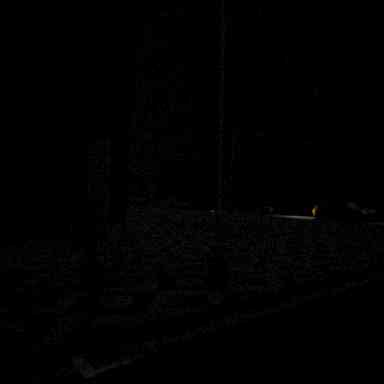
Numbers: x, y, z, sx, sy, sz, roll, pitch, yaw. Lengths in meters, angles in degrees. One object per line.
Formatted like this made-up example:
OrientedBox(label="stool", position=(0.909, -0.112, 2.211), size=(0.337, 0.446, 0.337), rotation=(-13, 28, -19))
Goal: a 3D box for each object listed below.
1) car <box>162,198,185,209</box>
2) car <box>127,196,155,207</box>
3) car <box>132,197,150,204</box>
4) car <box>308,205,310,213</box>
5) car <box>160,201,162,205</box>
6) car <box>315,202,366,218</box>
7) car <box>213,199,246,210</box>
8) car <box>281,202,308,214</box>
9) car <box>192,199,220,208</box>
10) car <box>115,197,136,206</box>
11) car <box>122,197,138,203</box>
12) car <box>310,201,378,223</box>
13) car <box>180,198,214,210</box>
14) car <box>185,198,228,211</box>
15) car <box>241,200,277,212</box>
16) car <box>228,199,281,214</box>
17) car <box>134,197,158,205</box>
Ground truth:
OrientedBox(label="car", position=(-1.482, 1.495, 41.869), size=(1.752, 1.417, 4.829), rotation=(2, -1, -36))
OrientedBox(label="car", position=(-7.968, 1.415, 50.934), size=(1.967, 1.590, 4.097), rotation=(2, -1, -36))
OrientedBox(label="car", position=(-10.617, 1.776, 69.272), size=(1.947, 1.339, 4.313), rotation=(2, -1, -36))
OrientedBox(label="car", position=(12.385, 1.508, 27.068), size=(1.882, 1.535, 5.008), rotation=(2, -1, -36))
OrientedBox(label="car", position=(-2.522, 1.682, 53.305), size=(2.033, 1.411, 5.357), rotation=(2, -1, -35))
OrientedBox(label="car", position=(14.931, 1.760, 33.578), size=(1.947, 1.339, 4.313), rotation=(2, -1, -36))
OrientedBox(label="car", position=(5.253, 1.729, 47.101), size=(1.752, 1.417, 4.829), rotation=(2, -1, -36))
OrientedBox(label="car", position=(11.738, 1.779, 38.039), size=(1.802, 1.307, 4.206), rotation=(2, -1, -36))
OrientedBox(label="car", position=(2.158, 1.758, 51.424), size=(2.008, 1.369, 4.403), rotation=(2, -1, -36))
OrientedBox(label="car", position=(-11.165, 1.558, 55.394), size=(1.802, 1.307, 4.206), rotation=(2, -1, -36))
OrientedBox(label="car", position=(-13.810, 1.775, 73.733), size=(1.947, 1.339, 4.313), rotation=(2, -1, -36))
OrientedBox(label="car", position=(11.179, 1.397, 24.185), size=(1.967, 1.590, 4.097), rotation=(2, -1, -37))
OrientedBox(label="car", position=(0.563, 1.548, 43.602), size=(1.837, 1.490, 4.892), rotation=(2, -1, -36))
OrientedBox(label="car", position=(1.612, 1.511, 37.545), size=(1.887, 1.381, 4.507), rotation=(2, -1, -36))
OrientedBox(label="car", position=(8.545, 1.766, 42.501), size=(1.947, 1.339, 4.313), rotation=(2, -1, -36))
OrientedBox(label="car", position=(6.549, 1.528, 35.226), size=(2.128, 1.511, 4.902), rotation=(2, -1, -36))
OrientedBox(label="car", position=(-8.584, 1.682, 61.688), size=(2.033, 1.411, 5.357), rotation=(2, -1, -36))
